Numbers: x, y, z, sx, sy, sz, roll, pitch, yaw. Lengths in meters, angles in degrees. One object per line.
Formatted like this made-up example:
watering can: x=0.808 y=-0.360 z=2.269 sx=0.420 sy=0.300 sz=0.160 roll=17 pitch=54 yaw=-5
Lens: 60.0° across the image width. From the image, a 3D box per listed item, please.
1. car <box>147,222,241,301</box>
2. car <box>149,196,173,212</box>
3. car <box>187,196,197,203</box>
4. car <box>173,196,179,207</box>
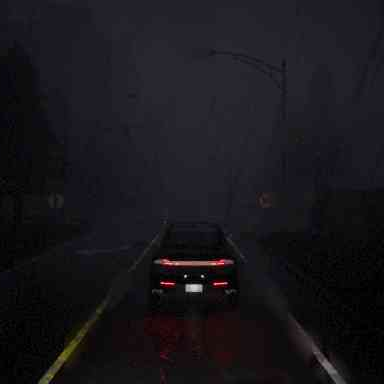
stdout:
car: x=0.055 y=1.492 z=8.322 sx=2.128 sy=1.511 sz=4.902 roll=0 pitch=0 yaw=0
car: x=-3.636 y=1.478 z=38.113 sx=1.882 sy=1.535 sz=5.008 roll=0 pitch=0 yaw=2
car: x=0.010 y=1.491 z=69.553 sx=2.128 sy=1.511 sz=4.902 roll=0 pitch=0 yaw=0
car: x=-3.585 y=1.504 z=52.953 sx=1.837 sy=1.490 sz=4.892 roll=0 pitch=0 yaw=0
